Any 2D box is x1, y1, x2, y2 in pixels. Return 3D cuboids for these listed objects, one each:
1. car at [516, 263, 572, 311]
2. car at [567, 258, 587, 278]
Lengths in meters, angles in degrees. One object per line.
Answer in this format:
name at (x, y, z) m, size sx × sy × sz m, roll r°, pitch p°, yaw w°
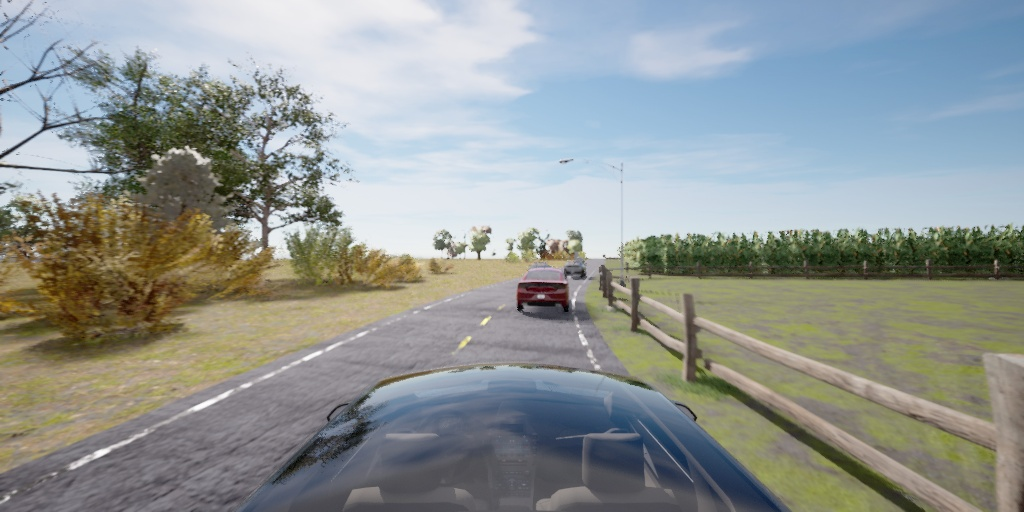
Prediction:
car at (1.371, 1.213, 14.575) m, size 1.882 × 1.535 × 5.008 m, roll 0°, pitch 0°, yaw 9°
car at (5.899, 1.183, 33.566) m, size 2.128 × 1.511 × 4.902 m, roll 0°, pitch 0°, yaw 15°
